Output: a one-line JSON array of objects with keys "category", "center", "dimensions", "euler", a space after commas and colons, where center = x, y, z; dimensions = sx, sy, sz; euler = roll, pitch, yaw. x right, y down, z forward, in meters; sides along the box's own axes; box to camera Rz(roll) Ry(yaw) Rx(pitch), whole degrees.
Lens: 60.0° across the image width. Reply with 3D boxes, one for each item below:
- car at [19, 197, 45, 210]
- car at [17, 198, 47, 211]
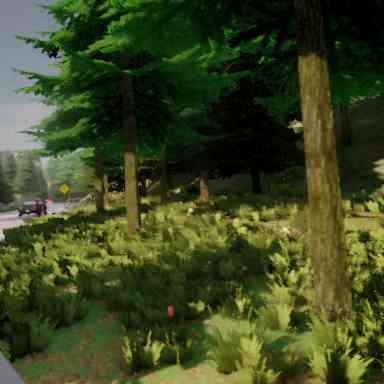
[{"category": "car", "center": [-22.048, 1.537, 46.068], "dimensions": [2.128, 1.511, 4.902], "euler": [-3, 1, -13]}, {"category": "car", "center": [-15.061, 1.483, 31.545], "dimensions": [1.812, 1.442, 4.674], "euler": [-3, 1, -14]}]
